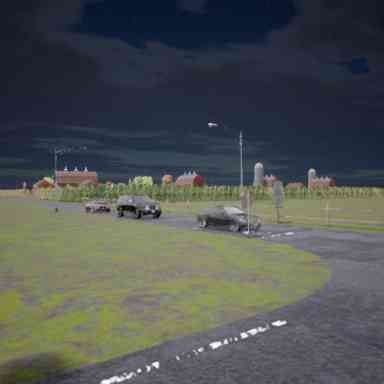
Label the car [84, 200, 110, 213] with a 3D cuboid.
[{"bbox_3d":[-10.929,1.629,38.204,1.994,1.385,4.181,-1,0,-35],"label":"car"}]

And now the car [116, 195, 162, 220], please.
[{"bbox_3d":[-4.841,1.273,29.685,2.150,2.045,5.566,-1,0,-36],"label":"car"}]

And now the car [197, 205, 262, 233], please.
[{"bbox_3d":[2.140,1.558,20.352,1.812,1.442,4.674,-1,0,-37],"label":"car"}]
